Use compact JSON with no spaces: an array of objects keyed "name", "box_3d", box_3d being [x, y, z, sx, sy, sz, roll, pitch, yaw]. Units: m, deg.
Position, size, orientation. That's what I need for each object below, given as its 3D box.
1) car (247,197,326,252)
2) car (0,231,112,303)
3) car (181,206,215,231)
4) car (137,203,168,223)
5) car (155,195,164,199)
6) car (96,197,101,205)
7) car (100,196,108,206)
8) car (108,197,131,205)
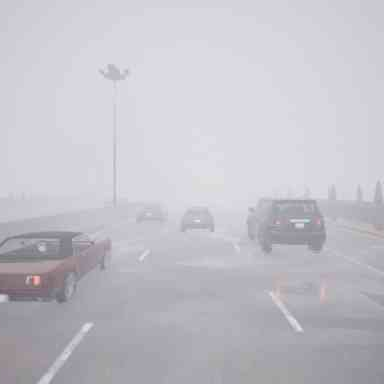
[{"name":"car","box_3d":[3.707,1.223,13.960,2.150,2.045,5.566,0,0,1]},{"name":"car","box_3d":[-3.371,1.602,8.143,1.895,1.301,4.718,0,0,0]},{"name":"car","box_3d":[0.363,1.566,20.459,1.994,1.385,4.181,0,0,1]},{"name":"car","box_3d":[-2.997,1.567,25.751,1.994,1.385,4.181,0,0,2]},{"name":"car","box_3d":[-8.366,1.518,86.241,2.033,1.411,5.357,0,0,2]},{"name":"car","box_3d":[-16.117,1.532,61.088,1.812,1.442,4.674,0,0,2]},{"name":"car","box_3d":[-12.848,1.606,53.962,1.895,1.301,4.718,0,0,2]},{"name":"car","box_3d":[-9.613,1.511,45.630,1.837,1.490,4.892,0,-1,2]}]
